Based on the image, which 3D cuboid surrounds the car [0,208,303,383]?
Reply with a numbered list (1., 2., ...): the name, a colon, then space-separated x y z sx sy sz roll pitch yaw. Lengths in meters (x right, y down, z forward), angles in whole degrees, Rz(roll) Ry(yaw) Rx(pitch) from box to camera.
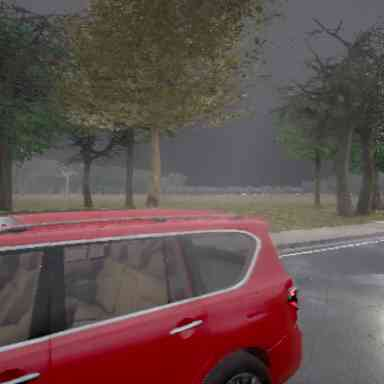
1. car: -1.470 1.200 2.654 5.566 2.045 2.150 1 0 -35
